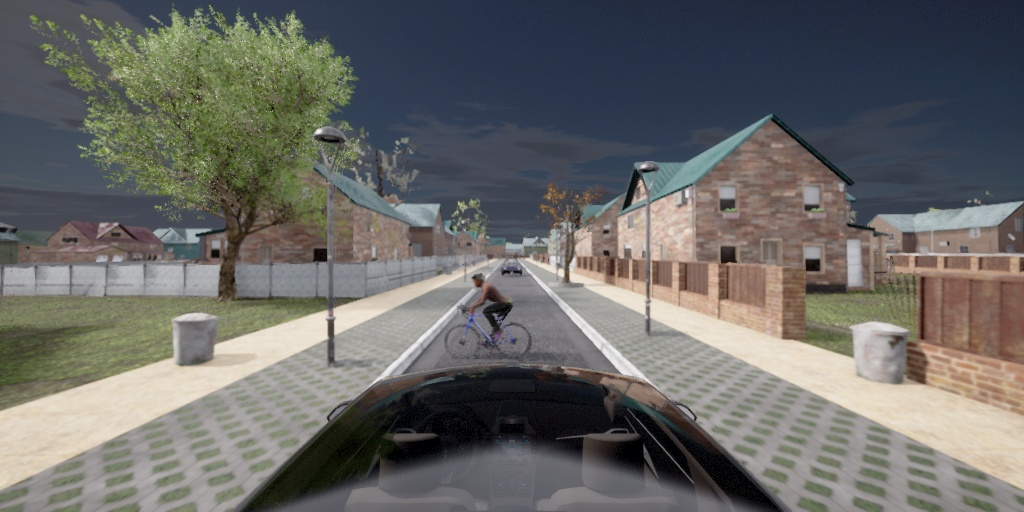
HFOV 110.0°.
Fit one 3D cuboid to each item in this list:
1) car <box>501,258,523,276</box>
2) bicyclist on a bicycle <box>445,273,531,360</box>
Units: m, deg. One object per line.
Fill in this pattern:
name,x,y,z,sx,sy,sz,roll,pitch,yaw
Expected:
car,-0.003,1.106,33.185,1.895,1.301,4.718,0,0,0
bicyclist on a bicycle,-0.462,1.152,6.773,1.656,1.620,0.582,-1,0,0
